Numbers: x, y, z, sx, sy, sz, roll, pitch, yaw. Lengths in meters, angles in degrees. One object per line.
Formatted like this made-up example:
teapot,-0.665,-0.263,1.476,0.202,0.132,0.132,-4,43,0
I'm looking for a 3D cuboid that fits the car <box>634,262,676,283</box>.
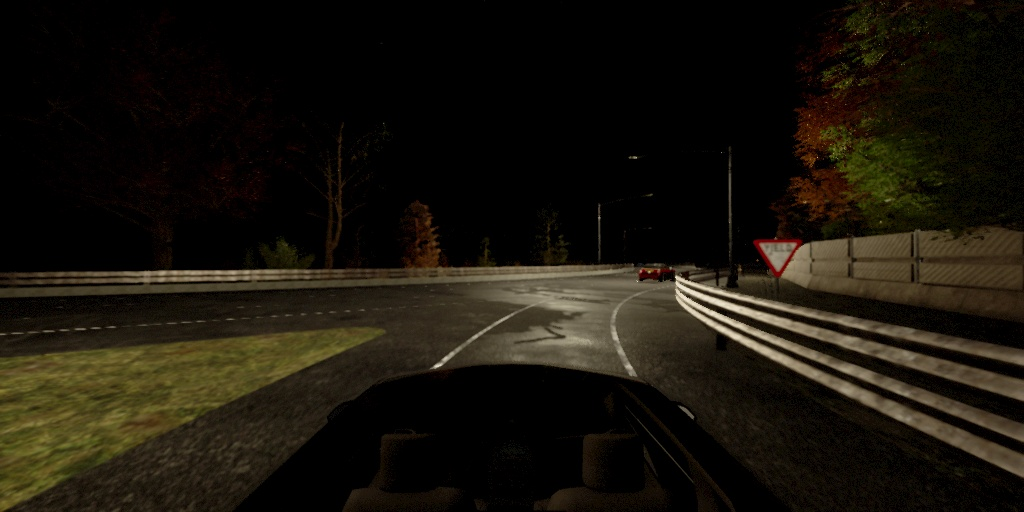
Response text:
car,13.563,1.480,33.262,2.097,1.767,4.553,-1,-1,42
